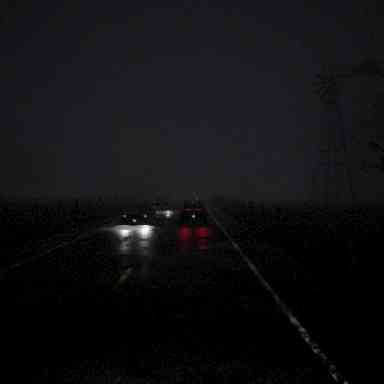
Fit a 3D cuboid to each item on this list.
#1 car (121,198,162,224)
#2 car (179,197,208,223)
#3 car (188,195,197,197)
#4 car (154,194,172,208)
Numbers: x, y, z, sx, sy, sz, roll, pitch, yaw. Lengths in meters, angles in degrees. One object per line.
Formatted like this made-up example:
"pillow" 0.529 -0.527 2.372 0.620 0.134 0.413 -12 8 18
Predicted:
"car" -3.588 1.388 23.398 2.033 1.411 5.357 0 0 0
"car" 0.106 1.331 23.616 2.128 1.511 4.902 0 0 0
"car" 0.105 1.193 48.698 1.812 1.442 4.674 0 0 0
"car" -3.485 1.012 39.985 1.882 1.535 5.008 0 0 0
